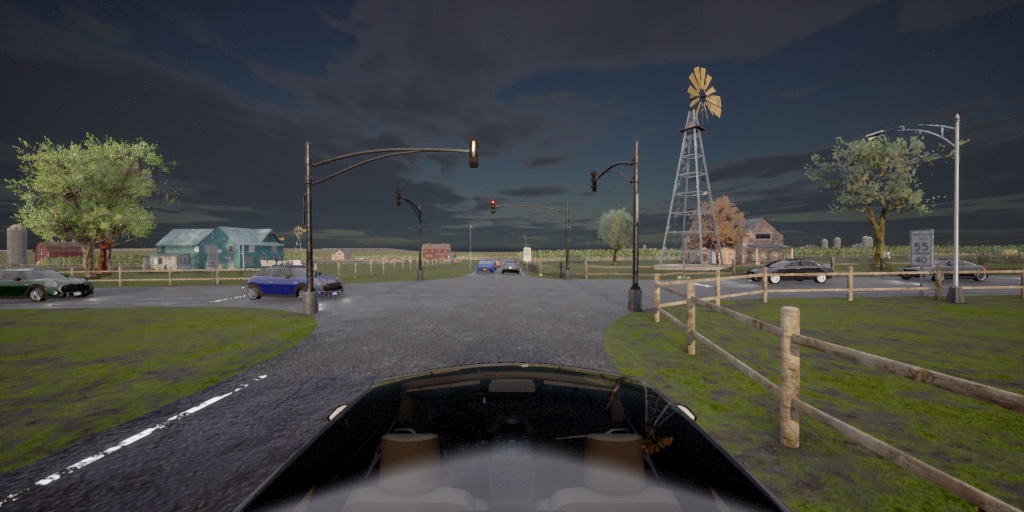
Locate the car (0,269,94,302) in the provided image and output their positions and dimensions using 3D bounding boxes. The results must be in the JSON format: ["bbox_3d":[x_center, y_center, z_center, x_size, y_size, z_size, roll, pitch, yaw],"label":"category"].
[{"bbox_3d":[-25.401,1.458,19.078,4.553,1.767,2.097,-1,1,0],"label":"car"}]

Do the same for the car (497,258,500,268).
[{"bbox_3d":[-3.123,1.293,51.886,2.033,1.411,5.357,0,0,-1],"label":"car"}]

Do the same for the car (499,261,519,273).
[{"bbox_3d":[-0.170,1.308,42.810,1.994,1.385,4.181,0,0,0],"label":"car"}]

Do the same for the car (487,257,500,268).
[{"bbox_3d":[-3.170,1.099,61.920,2.097,1.767,4.553,0,0,0],"label":"car"}]

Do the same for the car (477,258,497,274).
[{"bbox_3d":[-3.051,1.222,41.982,1.882,1.535,5.008,0,0,-1],"label":"car"}]

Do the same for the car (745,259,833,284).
[{"bbox_3d":[17.684,0.957,22.984,4.892,1.490,1.837,-1,1,0],"label":"car"}]

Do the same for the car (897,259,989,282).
[{"bbox_3d":[27.542,0.885,23.028,4.181,1.385,1.994,-1,1,0],"label":"car"}]

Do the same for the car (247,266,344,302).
[{"bbox_3d":[-10.883,1.276,18.131,4.553,1.767,2.097,-1,1,14],"label":"car"}]
